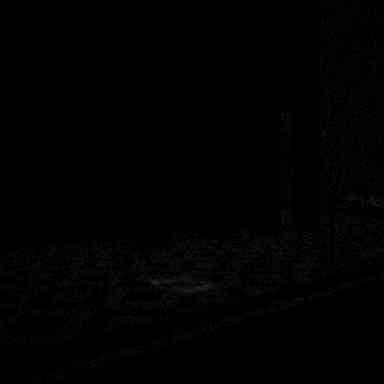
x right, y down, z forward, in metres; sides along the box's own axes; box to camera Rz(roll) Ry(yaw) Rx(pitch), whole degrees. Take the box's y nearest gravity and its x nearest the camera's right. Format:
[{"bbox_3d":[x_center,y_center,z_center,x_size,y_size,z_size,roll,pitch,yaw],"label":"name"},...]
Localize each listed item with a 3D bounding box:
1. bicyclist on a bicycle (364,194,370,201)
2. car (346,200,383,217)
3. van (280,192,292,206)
[{"bbox_3d":[20.761,1.034,39.597,1.656,1.620,0.582,0,1,-36],"label":"bicyclist on a bicycle"},{"bbox_3d":[14.745,1.369,28.264,2.008,1.369,4.403,1,0,-36],"label":"car"},{"bbox_3d":[12.169,0.934,46.536,1.690,1.788,3.998,1,0,-36],"label":"van"}]
